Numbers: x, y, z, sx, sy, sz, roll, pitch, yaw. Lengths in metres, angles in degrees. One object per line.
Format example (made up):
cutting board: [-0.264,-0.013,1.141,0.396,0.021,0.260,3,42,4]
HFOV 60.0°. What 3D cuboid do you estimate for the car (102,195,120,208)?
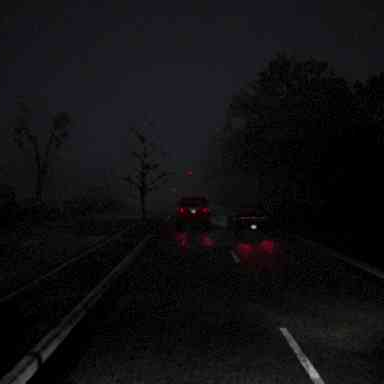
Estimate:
car: [-13.802,1.499,48.073,5.566,2.045,2.435,-1,0,-20]

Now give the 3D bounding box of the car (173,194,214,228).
car: [0.088,1.282,23.000,2.150,2.045,5.566,0,0,0]

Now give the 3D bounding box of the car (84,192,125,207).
car: [-13.731,1.526,51.109,5.566,2.045,2.435,-1,-1,-20]

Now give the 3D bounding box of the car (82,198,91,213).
car: [-13.828,1.673,36.054,4.792,1.488,2.163,-1,0,-20]

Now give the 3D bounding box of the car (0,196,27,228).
car: [-13.838,1.290,21.049,5.566,2.045,2.435,-1,0,-20]

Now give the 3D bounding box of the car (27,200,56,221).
car: [-13.778,1.449,27.075,4.553,1.767,2.185,-1,0,-20]

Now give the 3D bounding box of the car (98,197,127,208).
car: [-13.642,1.705,57.122,4.553,1.767,2.185,-1,0,-19]

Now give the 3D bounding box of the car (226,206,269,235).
car: [3.097,1.531,19.100,2.128,1.511,4.902,0,0,0]

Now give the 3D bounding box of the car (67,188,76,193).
car: [-31.185,0.085,85.863,2.435,2.045,5.566,6,-3,-19]

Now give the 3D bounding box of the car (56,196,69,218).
car: [-13.839,1.471,30.061,4.553,1.767,2.185,-1,-1,-20]

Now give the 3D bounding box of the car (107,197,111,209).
car: [-13.781,1.763,45.074,4.674,1.452,2.002,-1,0,-20]

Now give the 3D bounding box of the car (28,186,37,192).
car: [-40.224,-0.480,85.914,2.231,1.521,4.892,6,-3,-19]

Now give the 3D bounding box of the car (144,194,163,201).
car: [-11.473,1.934,94.929,4.792,1.488,2.163,-1,0,-15]

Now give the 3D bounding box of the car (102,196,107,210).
car: [-13.970,1.695,42.008,5.366,1.575,1.946,-1,0,-20]

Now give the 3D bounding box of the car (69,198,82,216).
car: [-13.812,1.621,33.070,4.892,1.521,2.231,-1,-1,-20]

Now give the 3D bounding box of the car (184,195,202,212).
car: [0.104,1.428,42.351,2.150,2.045,5.566,0,-1,0]

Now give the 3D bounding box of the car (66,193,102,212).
car: [-13.829,1.419,39.060,5.566,2.045,2.435,-1,0,-20]
